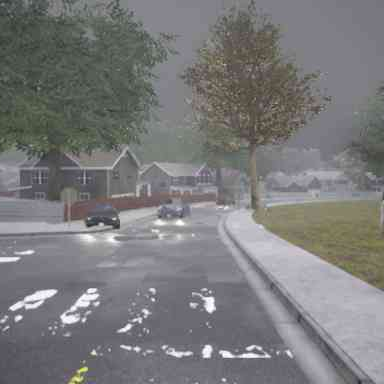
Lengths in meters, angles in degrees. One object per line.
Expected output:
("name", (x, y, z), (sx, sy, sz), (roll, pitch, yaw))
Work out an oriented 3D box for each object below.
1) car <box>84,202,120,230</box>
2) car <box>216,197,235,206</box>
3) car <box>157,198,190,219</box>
("car", (-5.531, 1.359, 20.598), (2.033, 1.411, 5.357), (2, 0, -14))
("car", (5.111, 1.406, 50.447), (1.994, 1.385, 4.181), (1, 1, 25))
("car", (-1.491, 1.291, 28.600), (2.097, 1.767, 4.553), (0, 0, 9))
